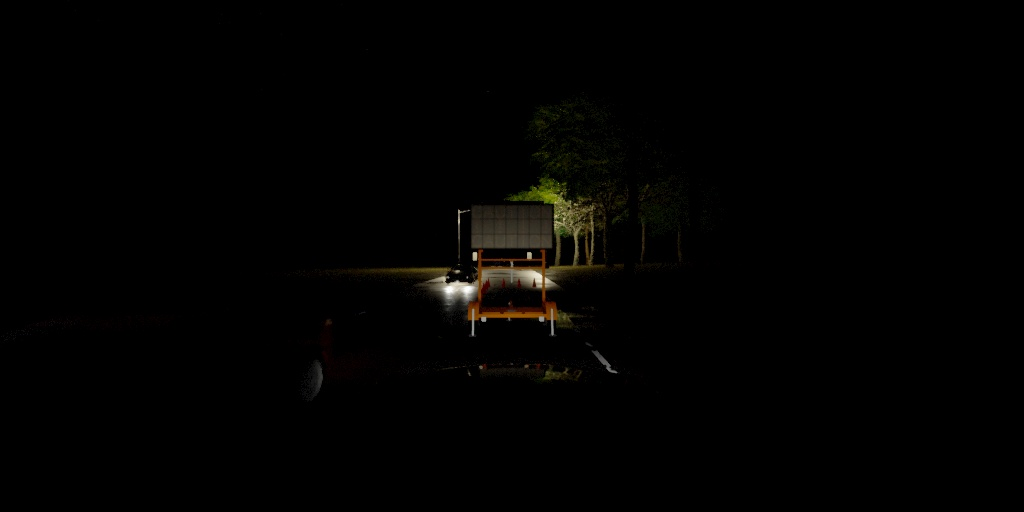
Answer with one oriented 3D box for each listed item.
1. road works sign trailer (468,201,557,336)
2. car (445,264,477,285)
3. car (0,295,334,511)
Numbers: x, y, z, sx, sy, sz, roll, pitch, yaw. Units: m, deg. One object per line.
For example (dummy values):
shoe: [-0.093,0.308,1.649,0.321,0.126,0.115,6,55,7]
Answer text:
road works sign trailer: [-0.008,0.222,10.379,2.380,3.560,2.880,0,0,-1]
car: [-3.662,1.329,26.682,2.033,1.411,5.357,0,0,0]
car: [-3.602,1.229,3.345,1.882,1.535,5.008,0,0,0]
